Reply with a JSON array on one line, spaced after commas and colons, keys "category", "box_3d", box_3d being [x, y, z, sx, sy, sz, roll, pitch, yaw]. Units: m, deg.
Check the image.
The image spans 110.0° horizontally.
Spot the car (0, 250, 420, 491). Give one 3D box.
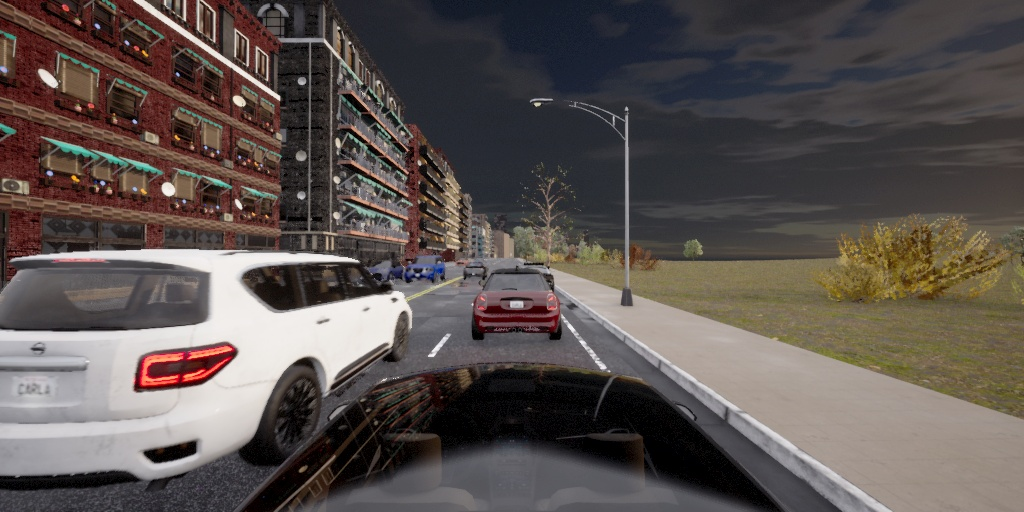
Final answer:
[{"category": "car", "box_3d": [-3.147, 0.970, 5.052, 2.150, 2.045, 5.566, 0, 0, 0]}]

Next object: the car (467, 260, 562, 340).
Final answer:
[{"category": "car", "box_3d": [0.114, 1.103, 10.134, 2.097, 1.767, 4.553, 0, 0, 0]}]

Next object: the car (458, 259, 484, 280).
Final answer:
[{"category": "car", "box_3d": [-3.083, 1.244, 31.279, 2.128, 1.511, 4.902, 0, 0, 0]}]

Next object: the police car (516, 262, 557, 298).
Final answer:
[{"category": "police car", "box_3d": [1.178, 1.177, 19.630, 1.930, 1.638, 5.238, 0, 0, 0]}]

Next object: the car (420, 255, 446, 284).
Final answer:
[{"category": "car", "box_3d": [-6.541, 0.973, 27.622, 2.150, 2.045, 5.566, 0, 0, 0]}]

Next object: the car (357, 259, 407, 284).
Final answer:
[{"category": "car", "box_3d": [-9.792, 1.104, 27.435, 2.097, 1.767, 4.553, 0, 0, 0]}]
